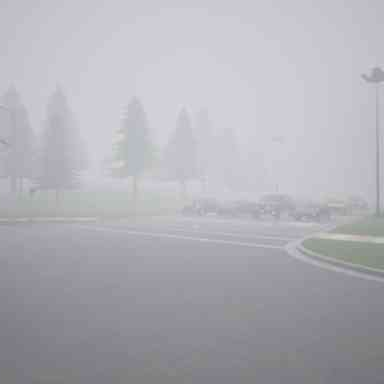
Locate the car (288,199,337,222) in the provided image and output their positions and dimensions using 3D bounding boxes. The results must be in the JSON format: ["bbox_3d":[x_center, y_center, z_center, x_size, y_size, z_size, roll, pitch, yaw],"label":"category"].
[{"bbox_3d":[9.763,1.544,26.673,2.033,1.411,5.357,0,0,35],"label":"car"}]

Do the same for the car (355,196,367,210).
[{"bbox_3d":[20.895,1.349,42.479,2.097,1.767,4.553,0,0,35],"label":"car"}]

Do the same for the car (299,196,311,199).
[{"bbox_3d":[13.082,1.521,37.466,1.812,1.442,4.674,0,0,35],"label":"car"}]

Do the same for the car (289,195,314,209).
[{"bbox_3d":[15.533,1.345,47.022,2.097,1.767,4.553,0,0,35],"label":"car"}]

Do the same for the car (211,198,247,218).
[{"bbox_3d":[4.114,1.471,30.808,1.882,1.535,5.008,0,0,35],"label":"car"}]

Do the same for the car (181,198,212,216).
[{"bbox_3d":[0.912,1.343,32.339,2.097,1.767,4.553,0,0,35],"label":"car"}]

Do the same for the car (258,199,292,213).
[{"bbox_3d":[9.760,1.541,38.841,2.033,1.411,5.357,0,0,35],"label":"car"}]

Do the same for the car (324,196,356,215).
[{"bbox_3d":[15.310,1.474,34.561,1.882,1.535,5.008,0,0,35],"label":"car"}]

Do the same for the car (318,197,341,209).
[{"bbox_3d":[19.029,1.500,45.904,1.837,1.490,4.892,0,0,35],"label":"car"}]

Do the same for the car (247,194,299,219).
[{"bbox_3d":[7.207,1.216,29.124,2.150,2.045,5.566,0,0,35],"label":"car"}]

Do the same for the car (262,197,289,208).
[{"bbox_3d":[12.242,1.539,48.436,2.033,1.411,5.357,0,0,35],"label":"car"}]

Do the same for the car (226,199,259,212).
[{"bbox_3d":[6.085,1.592,39.696,1.895,1.301,4.718,0,0,35],"label":"car"}]
